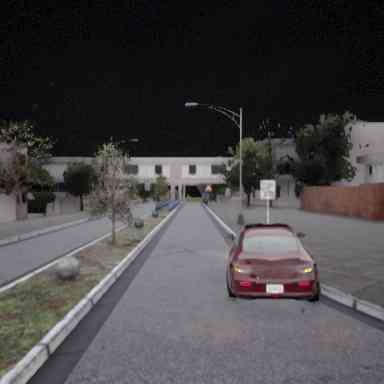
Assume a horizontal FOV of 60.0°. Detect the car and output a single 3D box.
[{"bbox_3d":[1.846,1.486,8.192,1.812,1.442,4.674,-3,1,9],"label":"car"}]
